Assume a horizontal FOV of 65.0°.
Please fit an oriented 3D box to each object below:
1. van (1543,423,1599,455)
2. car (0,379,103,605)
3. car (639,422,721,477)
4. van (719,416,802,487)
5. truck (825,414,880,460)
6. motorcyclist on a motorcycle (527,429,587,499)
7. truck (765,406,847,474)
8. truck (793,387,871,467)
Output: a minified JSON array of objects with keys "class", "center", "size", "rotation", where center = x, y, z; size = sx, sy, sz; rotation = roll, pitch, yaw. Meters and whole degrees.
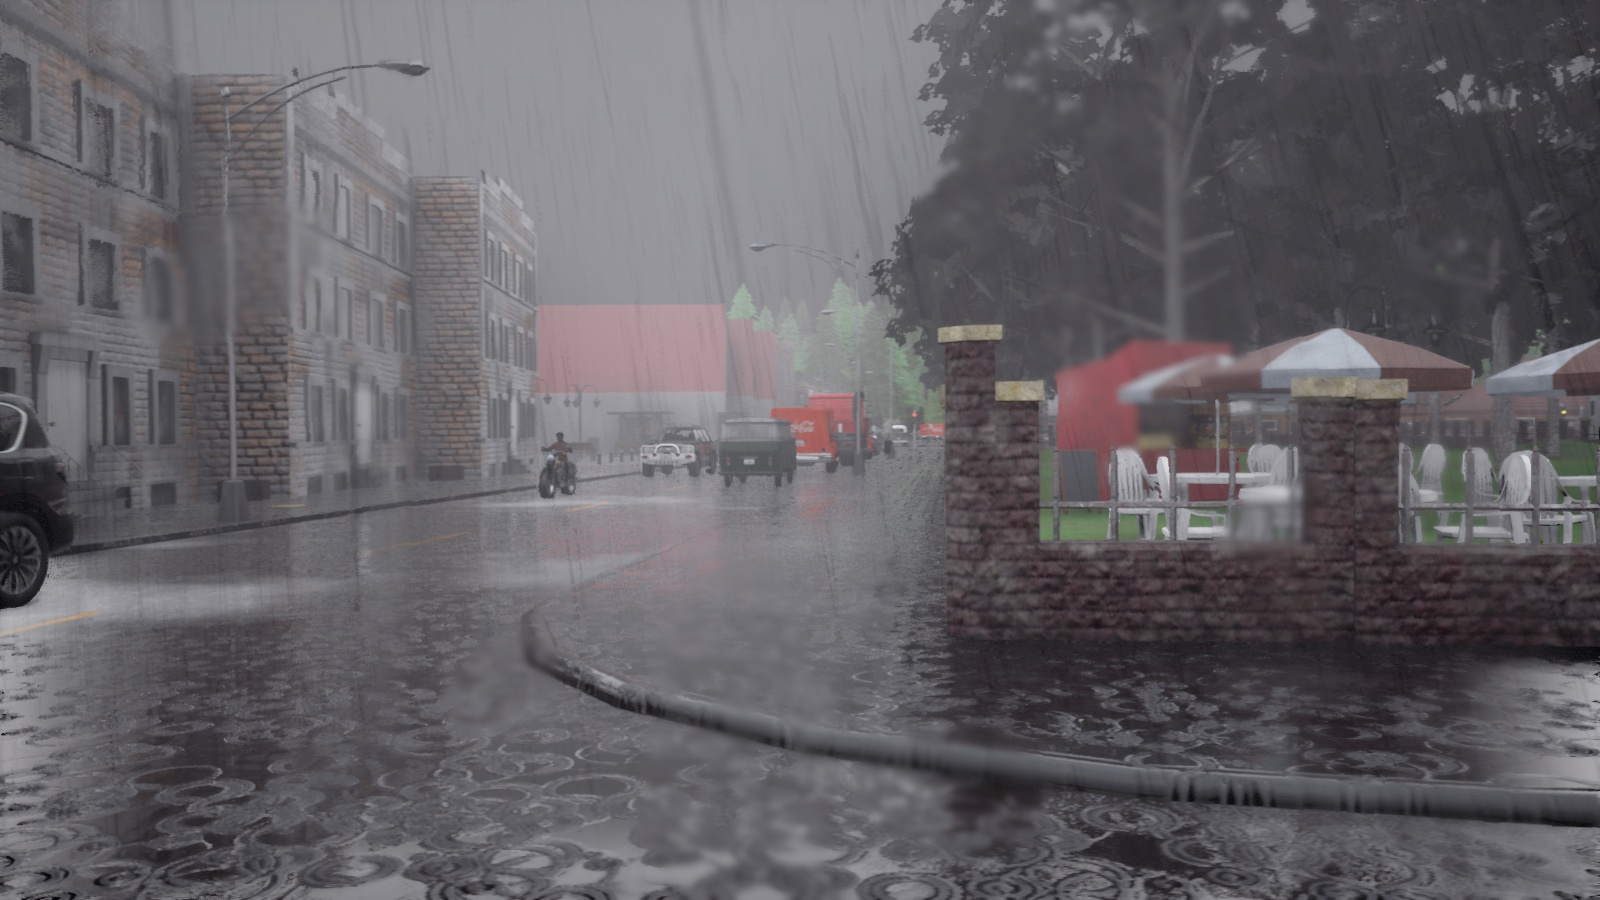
[{"class":"van","center":[49.982,-0.726,80.980],"size":[1.775,1.987,4.442],"rotation":[0,1,5]},{"class":"car","center":[-8.390,0.401,10.097],"size":[2.150,2.045,5.566],"rotation":[0,1,4]},{"class":"car","center":[-4.203,-0.040,44.613],"size":[1.932,1.855,4.605],"rotation":[0,1,7]},{"class":"van","center":[-1.104,0.008,37.134],"size":[1.775,1.987,4.442],"rotation":[0,1,7]},{"class":"truck","center":[2.955,-0.738,69.573],"size":[2.627,2.467,5.204],"rotation":[0,1,7]},{"class":"motorcyclist on a motorcycle","center":[-5.927,0.309,30.775],"size":[0.766,1.649,2.350],"rotation":[0,1,7]},{"class":"truck","center":[0.324,-0.407,48.522],"size":[2.627,2.467,5.204],"rotation":[0,1,7]},{"class":"truck","center":[1.605,-1.065,58.841],"size":[2.891,3.462,7.936],"rotation":[0,1,7]}]
